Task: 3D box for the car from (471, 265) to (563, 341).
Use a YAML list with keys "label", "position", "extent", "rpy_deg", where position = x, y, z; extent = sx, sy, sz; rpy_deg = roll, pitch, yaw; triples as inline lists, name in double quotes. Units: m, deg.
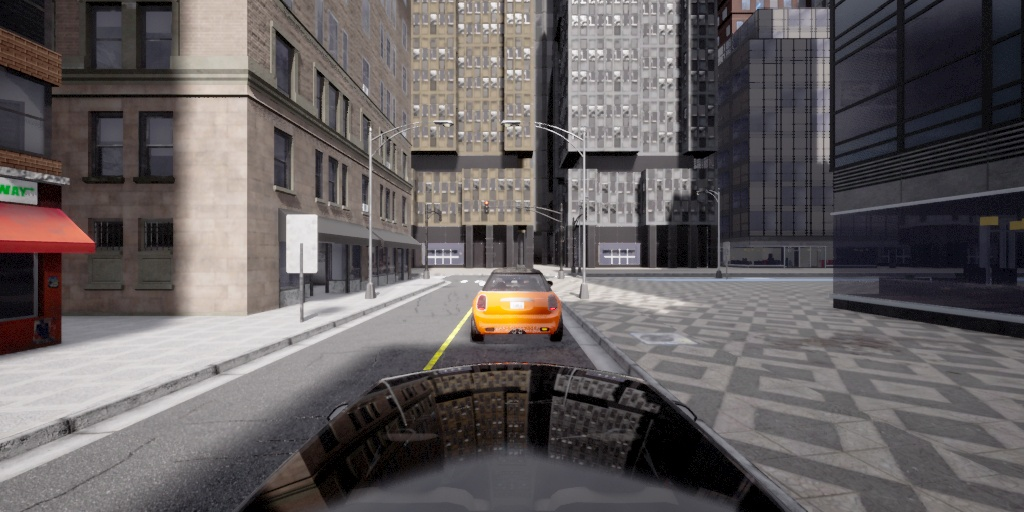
- label: "car"
  position: [0.106, 1.102, 10.003]
  extent: [2.097, 1.767, 4.553]
  rpy_deg: [0, 0, 0]
